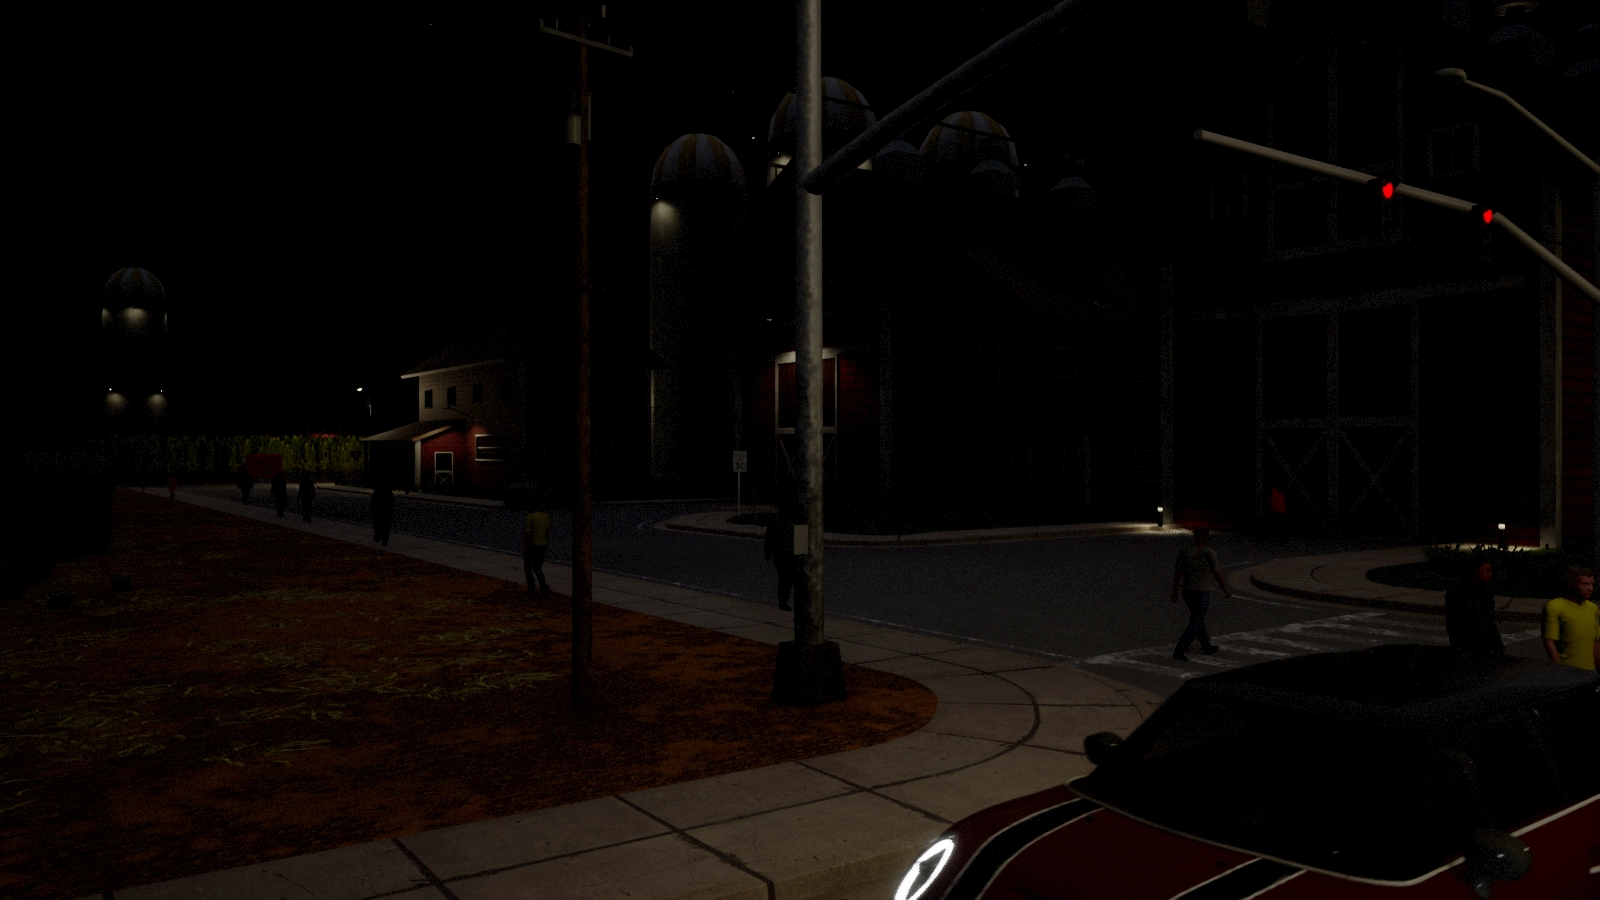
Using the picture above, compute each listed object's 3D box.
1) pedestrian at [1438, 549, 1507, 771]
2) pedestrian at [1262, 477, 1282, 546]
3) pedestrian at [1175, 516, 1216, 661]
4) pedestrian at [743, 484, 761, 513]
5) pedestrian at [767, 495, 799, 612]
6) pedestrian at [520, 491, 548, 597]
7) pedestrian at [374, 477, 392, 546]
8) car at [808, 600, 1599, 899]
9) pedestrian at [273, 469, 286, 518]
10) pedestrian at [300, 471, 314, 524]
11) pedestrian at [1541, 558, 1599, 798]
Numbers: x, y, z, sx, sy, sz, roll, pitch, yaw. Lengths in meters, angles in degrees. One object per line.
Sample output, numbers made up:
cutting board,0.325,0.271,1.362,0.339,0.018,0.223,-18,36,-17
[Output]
pedestrian,5.918,1.825,10.061,0.375,1.860,0.375,0,0,-26
pedestrian,12.950,1.685,31.366,0.375,1.860,0.375,0,0,-36
pedestrian,5.228,1.813,15.101,0.375,1.860,0.375,0,0,-37
pedestrian,-1.850,1.890,44.335,0.500,1.100,0.500,0,0,32
pedestrian,-0.275,1.665,18.547,0.375,1.860,0.375,0,0,-31
pedestrian,-4.754,1.668,20.409,0.375,1.860,0.375,0,0,-38
pedestrian,-11.384,1.665,31.184,0.375,1.860,0.375,0,0,-32
car,2.501,1.902,5.573,4.553,1.767,2.097,0,0,-35
pedestrian,-19.943,1.665,43.772,0.375,1.860,0.375,0,0,-36
pedestrian,-17.446,1.665,40.448,0.375,1.860,0.375,0,0,-34
pedestrian,6.313,1.826,9.251,0.375,1.860,0.375,0,0,-9
